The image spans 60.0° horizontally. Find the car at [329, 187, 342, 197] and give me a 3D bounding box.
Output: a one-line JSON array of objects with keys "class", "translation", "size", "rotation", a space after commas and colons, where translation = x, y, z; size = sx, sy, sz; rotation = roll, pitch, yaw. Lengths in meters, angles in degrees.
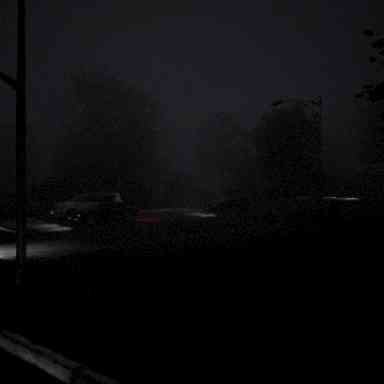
[{"class": "car", "translation": [21.101, -0.136, 45.088], "size": [5.357, 1.411, 2.033], "rotation": [-4, 2, -25]}]

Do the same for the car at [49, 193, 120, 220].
[{"class": "car", "translation": [-8.030, 1.092, 25.805], "size": [5.566, 2.045, 2.150], "rotation": [-1, 1, -41]}]

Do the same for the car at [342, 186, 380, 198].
[{"class": "car", "translation": [21.213, -0.014, 41.226], "size": [4.181, 1.385, 1.994], "rotation": [-4, 2, -26]}]

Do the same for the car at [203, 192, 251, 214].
[{"class": "car", "translation": [3.221, 1.089, 30.372], "size": [4.674, 1.442, 1.812], "rotation": [-3, 2, -37]}]

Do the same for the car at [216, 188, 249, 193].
[{"class": "car", "translation": [3.768, 0.636, 35.075], "size": [5.566, 2.045, 2.150], "rotation": [-3, 2, -35]}]

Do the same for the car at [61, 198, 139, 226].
[{"class": "car", "translation": [-6.011, 1.398, 22.889], "size": [4.892, 1.490, 1.837], "rotation": [-1, 1, -41]}]
